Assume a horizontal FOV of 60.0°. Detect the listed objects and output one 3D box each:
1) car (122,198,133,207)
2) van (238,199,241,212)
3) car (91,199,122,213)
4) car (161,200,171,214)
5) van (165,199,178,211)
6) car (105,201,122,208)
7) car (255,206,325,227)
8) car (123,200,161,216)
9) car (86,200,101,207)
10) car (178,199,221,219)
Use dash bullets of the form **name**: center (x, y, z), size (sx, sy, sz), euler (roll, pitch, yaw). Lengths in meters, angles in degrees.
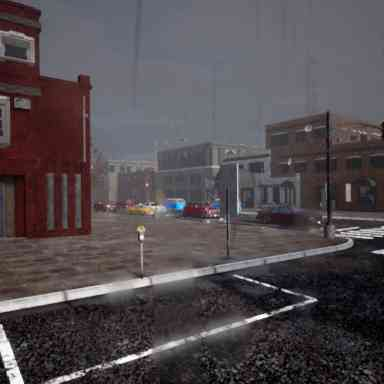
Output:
- **car**: center (-12.613, 2.084, 62.551), size (2.192, 1.841, 5.009), euler (-2, 0, -36)
- **van**: center (4.068, 1.707, 39.693), size (1.690, 1.788, 3.998), euler (-2, 0, -36)
- **car**: center (-12.708, 2.000, 48.521), size (2.192, 1.841, 5.009), euler (-2, 0, -36)
- **car**: center (-4.969, 2.051, 42.295), size (1.812, 1.442, 4.674), euler (-1, 0, -36)
- **van**: center (-2.604, 1.868, 48.835), size (1.690, 1.788, 3.998), euler (-2, 0, -36)
- **car**: center (-15.941, 2.432, 67.122), size (1.802, 1.307, 4.206), euler (-2, 0, -36)
- **car**: center (7.332, 1.776, 25.428), size (2.033, 1.411, 5.357), euler (-1, 0, -36)
- **car**: center (-5.930, 2.047, 39.241), size (1.752, 1.417, 4.829), euler (-2, 0, -36)
- **car**: center (-22.614, 2.594, 76.266), size (1.802, 1.307, 4.206), euler (-2, 0, -36)
- **car**: center (0.966, 1.733, 34.145), size (2.097, 1.767, 4.553), euler (-1, 0, -36)
